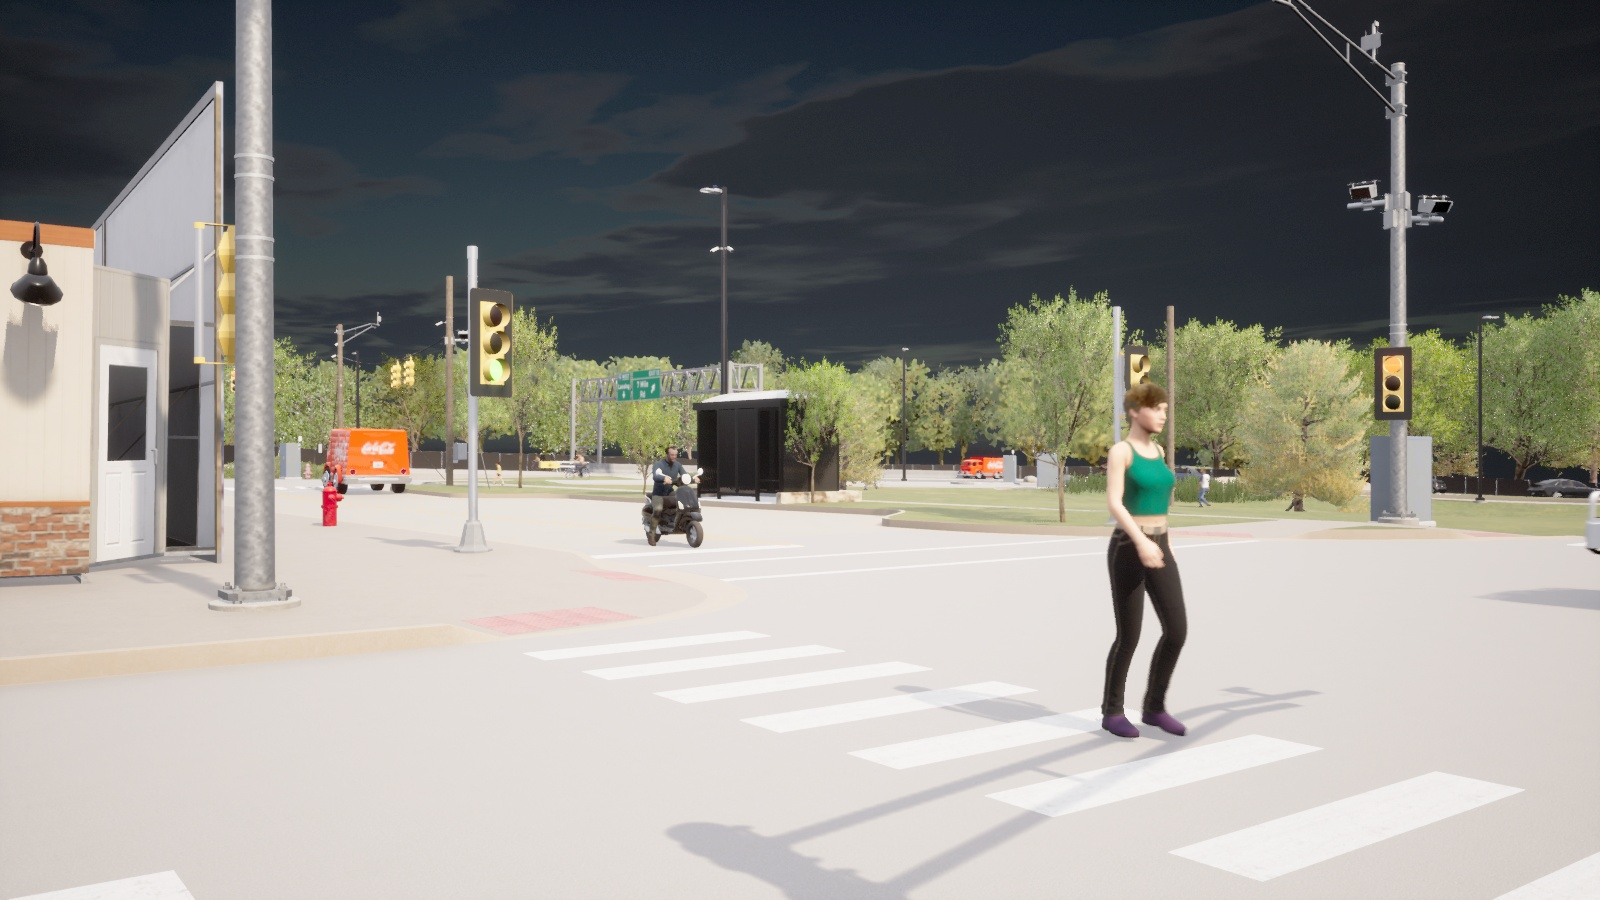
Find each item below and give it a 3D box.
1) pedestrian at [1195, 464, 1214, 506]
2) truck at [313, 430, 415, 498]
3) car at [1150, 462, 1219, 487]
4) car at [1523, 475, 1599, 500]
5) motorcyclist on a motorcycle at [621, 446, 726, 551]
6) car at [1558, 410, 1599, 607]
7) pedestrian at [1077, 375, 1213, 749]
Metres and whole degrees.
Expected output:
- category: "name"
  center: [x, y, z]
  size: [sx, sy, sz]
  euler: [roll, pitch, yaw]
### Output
- category: "pedestrian"
  center: [17.887, 1.556, 55.481]
  size: [0.354, 1.836, 0.706]
  euler: [0, 0, -38]
- category: "truck"
  center: [-16.951, 0.482, 48.655]
  size: [2.627, 2.467, 5.204]
  euler: [0, 1, -32]
- category: "car"
  center: [25.588, 1.636, 83.565]
  size: [3.988, 1.617, 1.851]
  euler: [1, -1, 32]
- category: "car"
  center: [50.528, 2.491, 82.751]
  size: [4.892, 1.490, 1.837]
  euler: [2, -1, -9]
- category: "motorcyclist on a motorcycle"
  center: [-2.040, 0.744, 20.081]
  size: [0.866, 1.590, 1.817]
  euler: [0, 0, -36]
- category: "car"
  center: [9.451, 0.543, 10.821]
  size: [1.932, 1.855, 4.605]
  euler: [0, 0, -35]
- category: "pedestrian"
  center: [1.777, 0.549, 6.510]
  size: [0.345, 1.836, 0.594]
  euler: [0, 0, -32]
